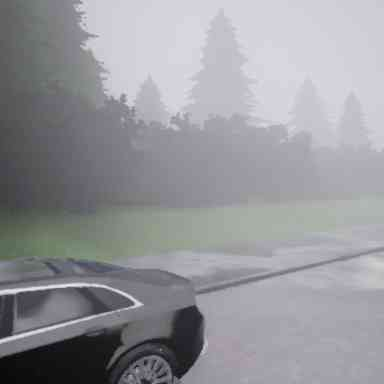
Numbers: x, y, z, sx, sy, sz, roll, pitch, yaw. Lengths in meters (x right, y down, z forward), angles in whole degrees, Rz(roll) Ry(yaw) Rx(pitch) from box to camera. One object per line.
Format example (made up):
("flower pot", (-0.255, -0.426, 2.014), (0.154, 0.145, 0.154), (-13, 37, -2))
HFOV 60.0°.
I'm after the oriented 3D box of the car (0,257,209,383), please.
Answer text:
("car", (-2.112, 1.492, 3.097), (4.902, 1.511, 2.128), (-1, 1, -35))
